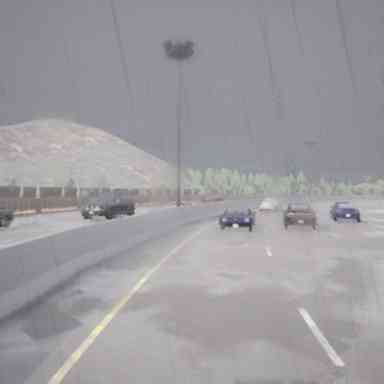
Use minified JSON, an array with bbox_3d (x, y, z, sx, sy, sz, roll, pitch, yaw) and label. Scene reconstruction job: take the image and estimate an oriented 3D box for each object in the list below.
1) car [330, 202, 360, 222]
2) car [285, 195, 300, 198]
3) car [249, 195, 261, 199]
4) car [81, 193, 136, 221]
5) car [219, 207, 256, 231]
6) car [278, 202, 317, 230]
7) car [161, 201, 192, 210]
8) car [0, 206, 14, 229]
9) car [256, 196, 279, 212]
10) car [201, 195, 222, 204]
[{"bbox_3d":[11.865,1.497,25.918,1.812,1.442,4.674,0,0,18],"label":"car"},{"bbox_3d":[20.404,1.201,66.924,1.895,1.301,4.718,0,0,41],"label":"car"},{"bbox_3d":[12.236,1.390,62.830,1.837,1.490,4.892,0,1,39],"label":"car"},{"bbox_3d":[-6.471,1.118,26.496,2.150,2.045,5.566,0,0,16],"label":"car"},{"bbox_3d":[2.908,1.553,20.351,1.895,1.301,4.718,0,0,14],"label":"car"},{"bbox_3d":[6.751,1.457,21.095,2.128,1.511,4.902,0,0,15],"label":"car"},{"bbox_3d":[-1.252,1.503,31.384,1.895,1.301,4.718,0,0,20],"label":"car"},{"bbox_3d":[-12.011,1.389,18.202,2.128,1.511,4.902,0,0,11],"label":"car"},{"bbox_3d":[8.826,1.452,37.073,1.812,1.442,4.674,0,0,24],"label":"car"},{"bbox_3d":[3.358,1.325,56.430,1.882,1.535,5.008,0,0,33],"label":"car"}]
